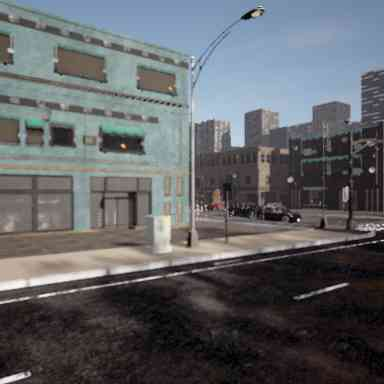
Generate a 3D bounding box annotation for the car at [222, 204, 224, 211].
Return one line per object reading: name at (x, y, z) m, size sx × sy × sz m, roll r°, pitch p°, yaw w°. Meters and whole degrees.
car at (6.534, 2.129, 45.773) m, size 1.802 × 1.307 × 4.206 m, roll -1°, pitch 0°, yaw -35°

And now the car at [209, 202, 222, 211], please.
car at (3.327, 2.191, 50.283) m, size 1.802 × 1.307 × 4.206 m, roll -1°, pitch 0°, yaw -35°

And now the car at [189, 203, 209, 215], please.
car at (-0.296, 2.012, 40.914) m, size 1.967 × 1.590 × 4.097 m, roll -1°, pitch 0°, yaw -35°

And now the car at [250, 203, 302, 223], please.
car at (7.651, 1.979, 29.536) m, size 1.947 × 1.339 × 4.313 m, roll -1°, pitch 0°, yaw -35°

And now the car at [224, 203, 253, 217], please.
car at (6.077, 1.985, 36.442) m, size 1.837 × 1.490 × 4.892 m, roll 0°, pitch 0°, yaw -35°

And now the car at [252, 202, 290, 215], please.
car at (9.743, 2.035, 41.262) m, size 2.008 × 1.369 × 4.403 m, roll -1°, pitch 0°, yaw -35°
